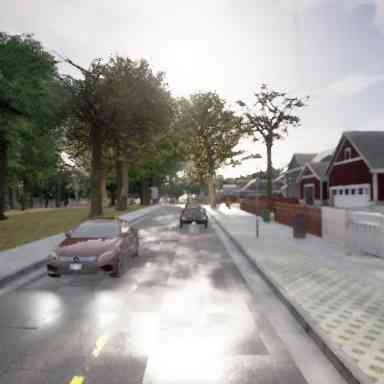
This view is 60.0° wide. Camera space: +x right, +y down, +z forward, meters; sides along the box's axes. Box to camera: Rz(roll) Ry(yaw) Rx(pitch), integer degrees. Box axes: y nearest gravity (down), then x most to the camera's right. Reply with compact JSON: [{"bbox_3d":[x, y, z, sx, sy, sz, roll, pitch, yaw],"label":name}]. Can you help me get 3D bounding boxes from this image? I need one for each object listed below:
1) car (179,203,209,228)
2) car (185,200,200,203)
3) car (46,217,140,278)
[{"bbox_3d":[0.112,1.669,22.804,1.895,1.301,4.718,0,0,0],"label":"car"},{"bbox_3d":[0.121,1.742,41.758,1.994,1.385,4.181,0,0,0],"label":"car"},{"bbox_3d":[-2.780,1.554,10.360,1.812,1.442,4.674,0,0,1],"label":"car"}]
